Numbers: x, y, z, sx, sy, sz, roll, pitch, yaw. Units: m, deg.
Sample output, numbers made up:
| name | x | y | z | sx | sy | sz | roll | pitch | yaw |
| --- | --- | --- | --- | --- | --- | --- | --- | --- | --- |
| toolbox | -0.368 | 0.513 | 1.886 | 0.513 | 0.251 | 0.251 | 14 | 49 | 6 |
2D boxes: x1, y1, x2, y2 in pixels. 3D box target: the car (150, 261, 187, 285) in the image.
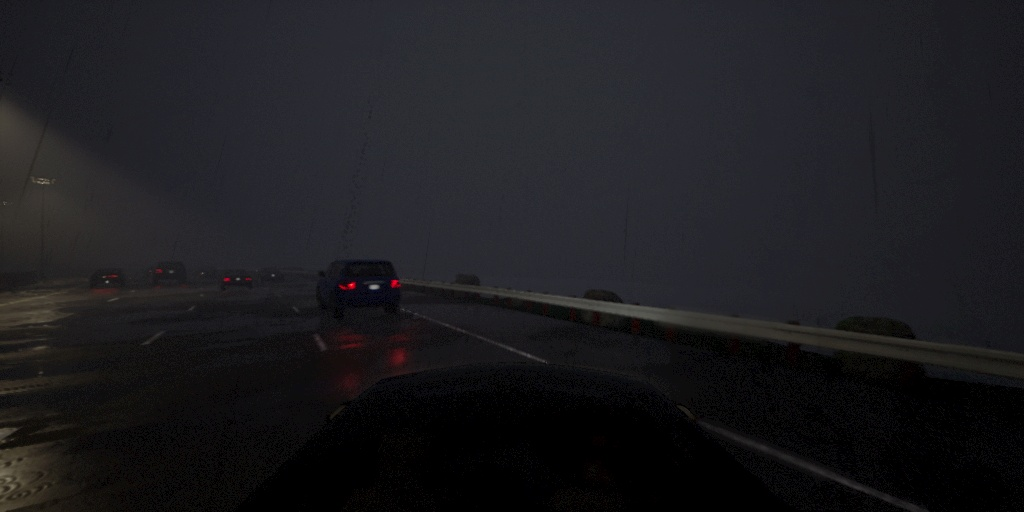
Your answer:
| name | x | y | z | sx | sy | sz | roll | pitch | yaw |
| --- | --- | --- | --- | --- | --- | --- | --- | --- | --- |
| car | -31.580 | 1.496 | 33.070 | 5.566 | 2.045 | 2.150 | -1 | -1 | 44 |

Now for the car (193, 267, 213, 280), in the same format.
| name | x | y | z | sx | sy | sz | roll | pitch | yaw |
| --- | --- | --- | --- | --- | --- | --- | --- | --- | --- |
| car | -35.123 | 1.938 | 41.199 | 5.357 | 1.411 | 2.033 | -1 | -1 | 41 |

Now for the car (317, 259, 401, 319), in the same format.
| name | x | y | z | sx | sy | sz | roll | pitch | yaw |
| --- | --- | --- | --- | --- | --- | --- | --- | --- | --- |
| car | -6.125 | 1.154 | 14.062 | 2.150 | 2.045 | 5.566 | 1 | -1 | -36 |

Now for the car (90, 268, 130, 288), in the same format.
| name | x | y | z | sx | sy | sz | roll | pitch | yaw |
| --- | --- | --- | --- | --- | --- | --- | --- | --- | --- |
| car | -32.803 | 1.735 | 29.277 | 1.837 | 1.490 | 4.892 | 1 | -1 | -45 |

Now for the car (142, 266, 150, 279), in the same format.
| name | x | y | z | sx | sy | sz | roll | pitch | yaw |
| --- | --- | --- | --- | --- | --- | --- | --- | --- | --- |
| car | -43.128 | 1.952 | 43.312 | 4.892 | 1.490 | 1.837 | -1 | -1 | 39 |

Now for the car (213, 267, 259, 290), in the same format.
| name | x | y | z | sx | sy | sz | roll | pitch | yaw |
| --- | --- | --- | --- | --- | --- | --- | --- | --- | --- |
| car | -20.823 | 1.701 | 26.920 | 2.033 | 1.411 | 5.357 | 0 | -1 | -42 |

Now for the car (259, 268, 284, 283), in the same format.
| name | x | y | z | sx | sy | sz | roll | pitch | yaw |
| --- | --- | --- | --- | --- | --- | --- | --- | --- | --- |
| car | -23.916 | 1.837 | 35.235 | 1.994 | 1.385 | 4.181 | 1 | -1 | -44 |
